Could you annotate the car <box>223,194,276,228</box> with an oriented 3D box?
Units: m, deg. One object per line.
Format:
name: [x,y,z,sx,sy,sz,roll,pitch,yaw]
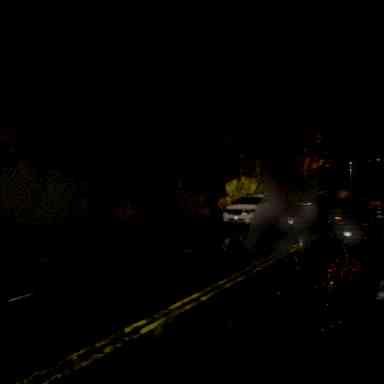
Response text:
car: [4.155,1.182,22.534,2.150,2.045,5.566,0,0,33]

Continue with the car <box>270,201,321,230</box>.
car: [6.909,1.440,20.804,2.128,1.511,4.902,0,0,33]

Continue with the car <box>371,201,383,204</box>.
car: [17.820,1.476,31.339,1.895,1.301,4.718,0,0,33]

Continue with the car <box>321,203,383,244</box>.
car: [7.662,1.455,15.597,1.837,1.490,4.892,0,0,33]
